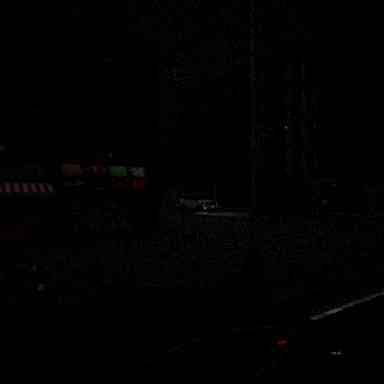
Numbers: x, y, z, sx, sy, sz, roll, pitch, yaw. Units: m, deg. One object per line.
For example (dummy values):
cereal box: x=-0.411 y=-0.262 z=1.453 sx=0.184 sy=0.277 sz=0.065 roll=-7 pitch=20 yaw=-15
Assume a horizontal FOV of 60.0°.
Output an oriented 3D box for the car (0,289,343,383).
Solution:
car: x=-0.676 y=1.564 z=2.331 sx=4.313 sy=1.339 sz=1.947 roll=0 pitch=0 yaw=-36

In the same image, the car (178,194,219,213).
car: x=0.625 y=1.236 z=37.551 sx=2.150 sy=2.045 sz=5.566 roll=0 pitch=0 yaw=-35
